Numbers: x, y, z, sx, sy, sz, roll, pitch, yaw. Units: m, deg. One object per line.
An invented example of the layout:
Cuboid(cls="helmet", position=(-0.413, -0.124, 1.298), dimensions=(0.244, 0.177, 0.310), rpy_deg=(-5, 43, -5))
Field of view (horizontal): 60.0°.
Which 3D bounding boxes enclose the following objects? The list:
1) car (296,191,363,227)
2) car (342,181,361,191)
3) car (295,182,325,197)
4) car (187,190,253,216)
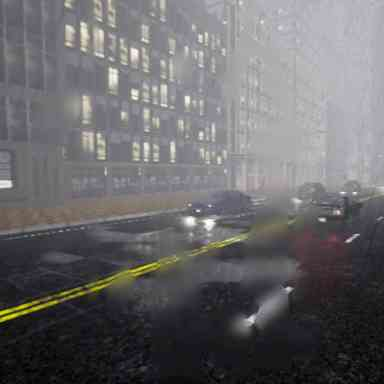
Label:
Cuboid(cls="car", position=(6.798, 0.809, 15.810), dimensions=(1.895, 1.301, 4.718), rpy_deg=(2, 3, 36))
Cuboid(cls="car", position=(25.052, -0.992, 52.207), dimensions=(2.097, 1.767, 4.553), rpy_deg=(2, 3, 36))
Cuboid(cls="car", position=(12.501, -0.261, 35.057), dimensions=(2.097, 1.767, 4.553), rpy_deg=(2, 3, 36))
Cuboid(cls="car", position=(1.910, 0.559, 20.475), dimensions=(2.033, 1.411, 5.357), rpy_deg=(2, 3, 36))
